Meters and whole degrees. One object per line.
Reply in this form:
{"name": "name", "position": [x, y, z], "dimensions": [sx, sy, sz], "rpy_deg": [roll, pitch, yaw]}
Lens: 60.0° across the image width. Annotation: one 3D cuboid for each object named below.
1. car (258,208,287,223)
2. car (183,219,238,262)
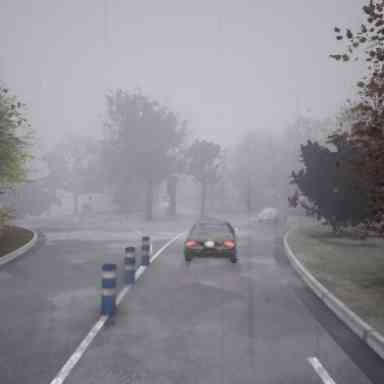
{"name": "car", "position": [7.987, 2.281, 32.920], "dimensions": [1.812, 1.442, 4.674], "rpy_deg": [-1, -2, 32]}
{"name": "car", "position": [0.799, 1.738, 12.902], "dimensions": [2.033, 1.411, 5.357], "rpy_deg": [0, -1, 6]}
